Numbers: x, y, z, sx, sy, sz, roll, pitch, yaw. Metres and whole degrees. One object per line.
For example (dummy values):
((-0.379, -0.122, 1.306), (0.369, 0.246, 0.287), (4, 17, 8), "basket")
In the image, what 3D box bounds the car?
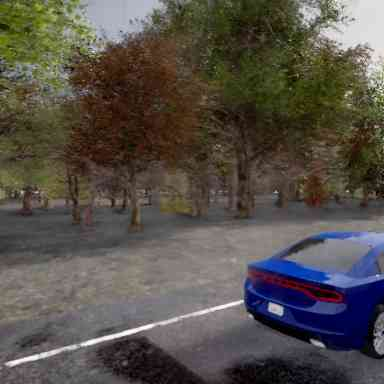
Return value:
((3.166, 1.450, 6.005), (5.008, 1.535, 1.882), (0, 0, -36), "car")
